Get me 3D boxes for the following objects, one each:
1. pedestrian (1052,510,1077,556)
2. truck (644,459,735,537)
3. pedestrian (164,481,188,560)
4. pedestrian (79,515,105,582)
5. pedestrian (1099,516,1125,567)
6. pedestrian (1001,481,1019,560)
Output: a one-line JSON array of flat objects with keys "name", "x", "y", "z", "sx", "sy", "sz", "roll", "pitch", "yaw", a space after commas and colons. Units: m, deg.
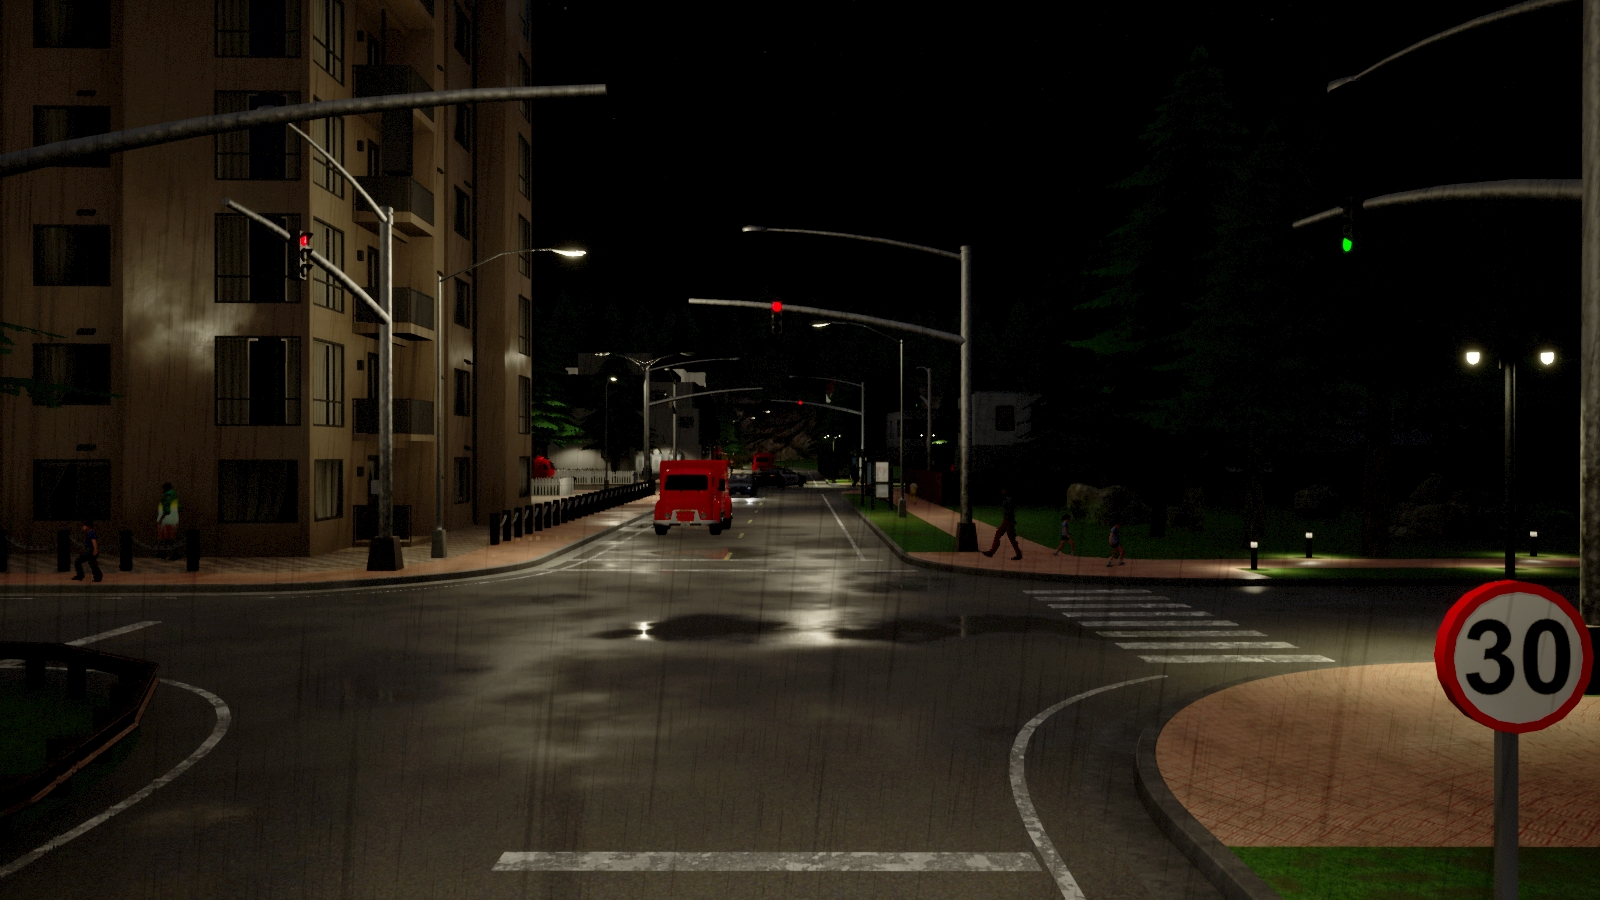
[{"name": "pedestrian", "x": 6.583, "y": 2.058, "z": 28.400, "sx": 0.500, "sy": 1.100, "sz": 0.500, "roll": 0, "pitch": 0, "yaw": 27}, {"name": "truck", "x": -3.689, "y": 1.548, "z": 39.174, "sx": 2.627, "sy": 2.467, "sz": 5.204, "roll": 0, "pitch": 0, "yaw": 0}, {"name": "pedestrian", "x": -14.889, "y": 1.677, "z": 27.268, "sx": 0.375, "sy": 1.860, "sz": 0.375, "roll": 0, "pitch": 0, "yaw": -5}, {"name": "pedestrian", "x": -14.199, "y": 1.974, "z": 22.920, "sx": 0.375, "sy": 1.300, "sz": 0.375, "roll": 0, "pitch": 0, "yaw": -22}, {"name": "pedestrian", "x": 7.020, "y": 2.049, "z": 25.717, "sx": 0.500, "sy": 1.100, "sz": 0.500, "roll": 0, "pitch": 0, "yaw": 10}, {"name": "pedestrian", "x": 4.989, "y": 1.675, "z": 27.146, "sx": 0.375, "sy": 1.860, "sz": 0.375, "roll": 0, "pitch": 0, "yaw": -1}]
